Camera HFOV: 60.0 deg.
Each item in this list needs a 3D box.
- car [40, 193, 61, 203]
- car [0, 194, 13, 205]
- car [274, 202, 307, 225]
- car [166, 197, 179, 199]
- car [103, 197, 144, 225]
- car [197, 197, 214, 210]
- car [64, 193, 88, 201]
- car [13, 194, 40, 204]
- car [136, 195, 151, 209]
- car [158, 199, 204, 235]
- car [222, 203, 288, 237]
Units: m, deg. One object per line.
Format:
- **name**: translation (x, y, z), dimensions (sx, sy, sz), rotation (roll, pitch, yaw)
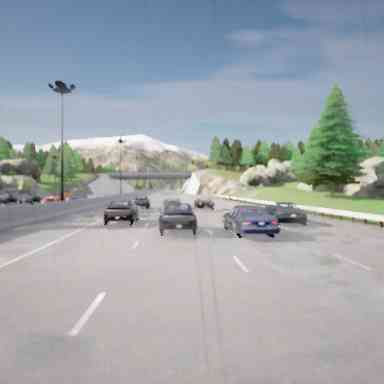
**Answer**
- **car**: translation (-20.913, 0.901, 50.820), dimensions (2.097, 1.767, 4.553), rotation (0, 1, -4)
- **car**: translation (-27.859, 1.087, 49.788), dimensions (1.812, 1.442, 4.674), rotation (0, 0, -4)
- **car**: translation (5.939, 1.366, 21.892), dimensions (1.994, 1.385, 4.181), rotation (0, 1, -4)
- **car**: translation (-2.251, 1.264, 37.550), dimensions (1.895, 1.301, 4.718), rotation (0, 0, -4)
- **car**: translation (-4.602, 1.293, 22.082), dimensions (2.128, 1.511, 4.902), rotation (0, 0, -4)
- **car**: translation (1.277, 1.266, 37.293), dimensions (1.895, 1.301, 4.718), rotation (0, 0, -4)
- **car**: translation (-17.418, 0.897, 51.008), dimensions (2.097, 1.767, 4.553), rotation (0, 1, -4)
- **car**: translation (-24.382, 1.049, 50.248), dimensions (2.128, 1.511, 4.902), rotation (0, 0, -4)
- **car**: translation (-5.886, 1.140, 39.169), dimensions (2.128, 1.511, 4.902), rotation (0, 0, -4)
- **car**: translation (-0.778, 1.332, 17.732), dimensions (2.128, 1.511, 4.902), rotation (0, 1, -4)
- **car**: translation (2.813, 1.395, 16.841), dimensions (2.033, 1.411, 5.357), rotation (0, 1, -4)
